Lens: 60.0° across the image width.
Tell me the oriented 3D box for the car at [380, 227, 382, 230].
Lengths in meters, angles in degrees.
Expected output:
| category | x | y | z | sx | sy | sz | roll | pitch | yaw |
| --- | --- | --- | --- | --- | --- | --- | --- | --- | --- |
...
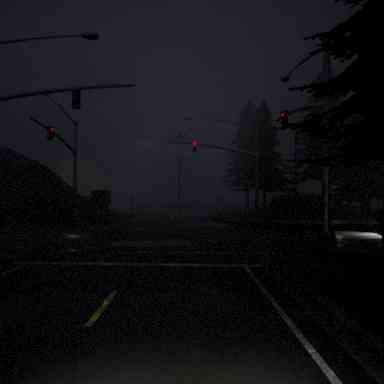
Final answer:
| category | x | y | z | sx | sy | sz | roll | pitch | yaw |
| --- | --- | --- | --- | --- | --- | --- | --- | --- | --- |
| car | 14.418 | 2.074 | 21.284 | 4.181 | 1.385 | 1.994 | 0 | -1 | 0 |
